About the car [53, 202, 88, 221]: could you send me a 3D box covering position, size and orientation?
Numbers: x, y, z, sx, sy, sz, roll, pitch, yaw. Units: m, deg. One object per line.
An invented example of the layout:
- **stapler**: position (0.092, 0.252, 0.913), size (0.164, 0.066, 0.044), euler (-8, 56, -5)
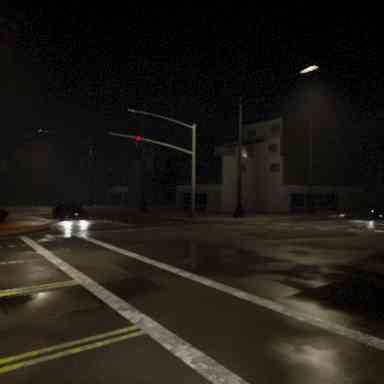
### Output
- **car**: position (-10.156, 1.566, 27.609), size (1.994, 1.385, 4.181), euler (1, 0, -35)

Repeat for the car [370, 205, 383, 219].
- **car**: position (17.926, 1.749, 29.697), size (4.718, 1.301, 1.895), euler (0, 0, -35)
